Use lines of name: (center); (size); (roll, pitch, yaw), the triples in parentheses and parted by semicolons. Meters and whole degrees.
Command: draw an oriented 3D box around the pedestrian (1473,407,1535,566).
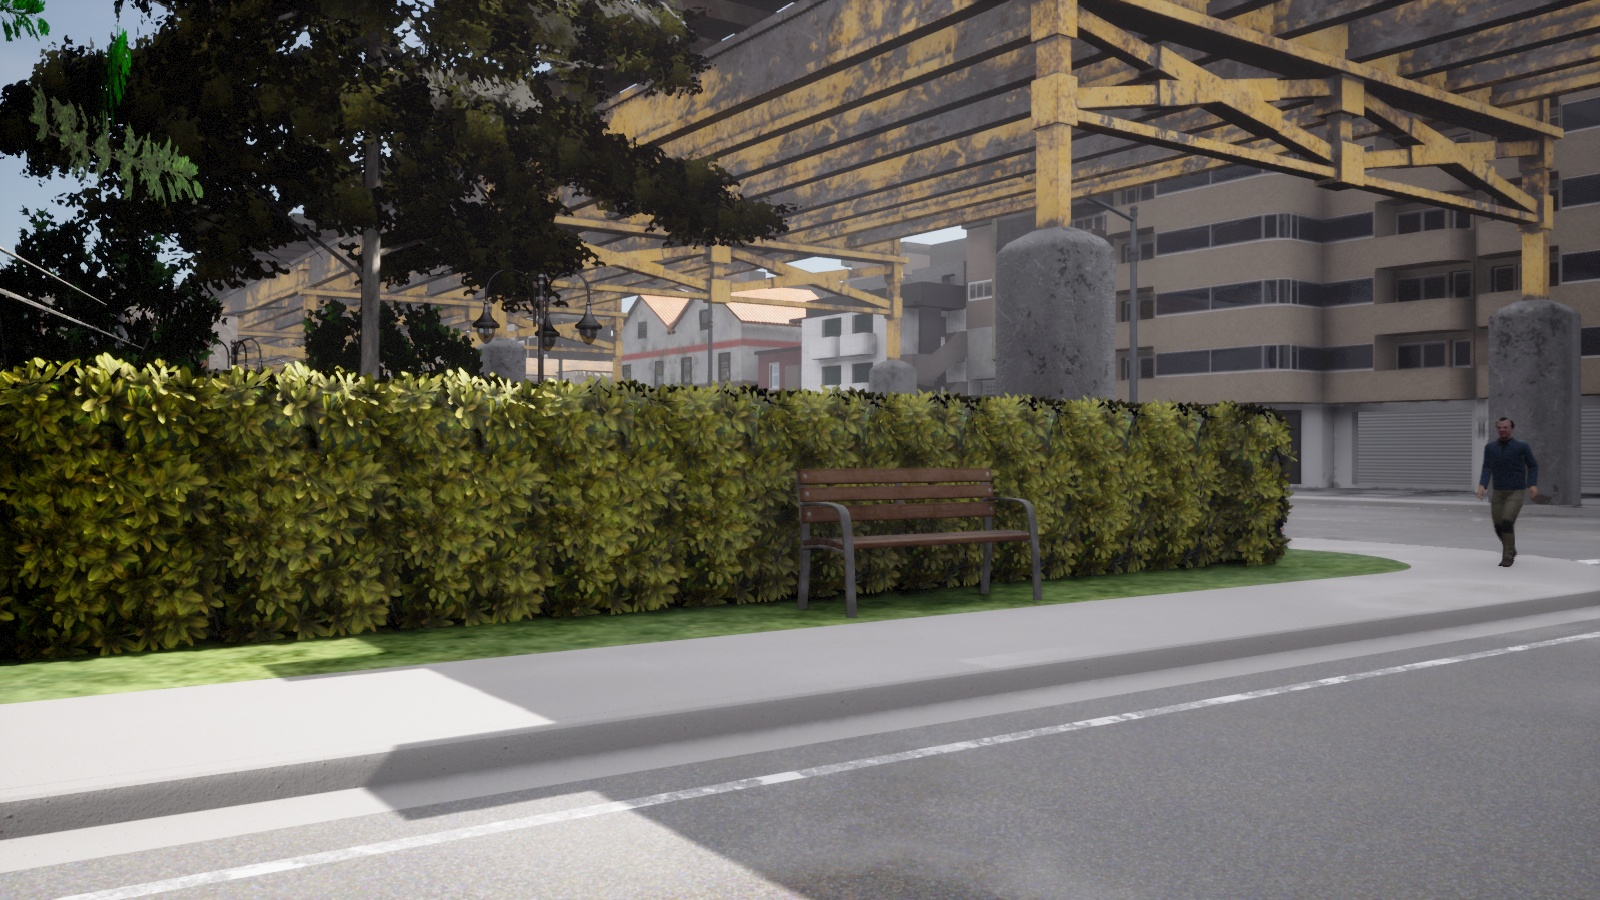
pedestrian: (8.402, 0.422, 14.975); (0.726, 1.842, 0.402); (0, 0, -39)
